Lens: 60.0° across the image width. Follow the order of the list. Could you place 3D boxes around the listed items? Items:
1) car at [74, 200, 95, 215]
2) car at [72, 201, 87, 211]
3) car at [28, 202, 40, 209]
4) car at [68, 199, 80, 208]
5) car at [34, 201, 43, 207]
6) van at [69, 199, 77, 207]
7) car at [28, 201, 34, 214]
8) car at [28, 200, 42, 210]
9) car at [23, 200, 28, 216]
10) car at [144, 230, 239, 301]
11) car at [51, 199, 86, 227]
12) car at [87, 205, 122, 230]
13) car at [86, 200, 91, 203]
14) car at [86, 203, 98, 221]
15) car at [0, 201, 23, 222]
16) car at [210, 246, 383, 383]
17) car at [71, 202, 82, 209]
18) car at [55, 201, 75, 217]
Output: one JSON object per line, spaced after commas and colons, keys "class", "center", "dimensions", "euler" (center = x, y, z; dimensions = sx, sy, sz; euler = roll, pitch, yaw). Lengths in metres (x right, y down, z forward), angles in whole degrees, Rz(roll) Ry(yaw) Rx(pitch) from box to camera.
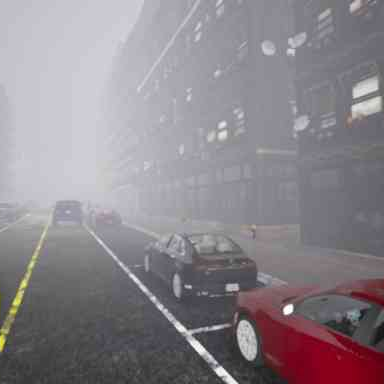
{"class": "car", "center": [-14.417, 1.974, 44.415], "dimensions": [2.192, 1.841, 5.009], "euler": [1, -1, -22]}
{"class": "car", "center": [-18.523, 2.276, 54.685], "dimensions": [1.967, 1.590, 4.097], "euler": [1, -1, -22]}
{"class": "car", "center": [-31.987, 2.701, 67.229], "dimensions": [1.887, 1.381, 4.507], "euler": [1, -1, -22]}
{"class": "car", "center": [-26.731, 2.527, 75.230], "dimensions": [2.192, 1.841, 5.009], "euler": [1, -1, -22]}
{"class": "car", "center": [-38.144, 3.036, 82.635], "dimensions": [1.802, 1.307, 4.206], "euler": [1, -1, -22]}
{"class": "van", "center": [-28.784, 2.653, 80.366], "dimensions": [1.690, 1.788, 3.998], "euler": [1, -1, -22]}
{"class": "car", "center": [-23.780, 2.354, 46.690], "dimensions": [1.947, 1.339, 4.313], "euler": [1, -1, -22]}
{"class": "car", "center": [-29.933, 2.376, 62.098], "dimensions": [2.192, 1.841, 5.009], "euler": [1, -1, -22]}
{"class": "car", "center": [-19.672, 1.930, 36.423], "dimensions": [2.192, 1.841, 5.009], "euler": [1, -1, -22]}
{"class": "car", "center": [-0.024, 1.642, 8.475], "dimensions": [2.008, 1.369, 4.403], "euler": [1, -1, -22]}
{"class": "car", "center": [-10.080, 1.622, 26.920], "dimensions": [2.150, 2.045, 5.566], "euler": [0, -1, -22]}
{"class": "car", "center": [-6.180, 1.869, 23.882], "dimensions": [1.887, 1.381, 4.507], "euler": [1, -1, -22]}
{"class": "car", "center": [-10.276, 1.930, 34.157], "dimensions": [1.967, 1.590, 4.097], "euler": [1, -1, -22]}
{"class": "car", "center": [-8.231, 1.951, 29.016], "dimensions": [1.887, 1.381, 4.507], "euler": [1, -1, -22]}
{"class": "car", "center": [-17.621, 1.846, 31.289], "dimensions": [2.192, 1.841, 5.009], "euler": [1, -1, -22]}
{"class": "car", "center": [2.028, 1.562, 3.339], "dimensions": [1.887, 1.381, 4.507], "euler": [1, -1, -22]}
{"class": "car", "center": [-22.629, 2.602, 64.953], "dimensions": [1.802, 1.307, 4.206], "euler": [1, -1, -22]}
{"class": "car", "center": [-15.351, 1.966, 40.094], "dimensions": [2.097, 1.767, 4.553], "euler": [0, -1, -22]}
